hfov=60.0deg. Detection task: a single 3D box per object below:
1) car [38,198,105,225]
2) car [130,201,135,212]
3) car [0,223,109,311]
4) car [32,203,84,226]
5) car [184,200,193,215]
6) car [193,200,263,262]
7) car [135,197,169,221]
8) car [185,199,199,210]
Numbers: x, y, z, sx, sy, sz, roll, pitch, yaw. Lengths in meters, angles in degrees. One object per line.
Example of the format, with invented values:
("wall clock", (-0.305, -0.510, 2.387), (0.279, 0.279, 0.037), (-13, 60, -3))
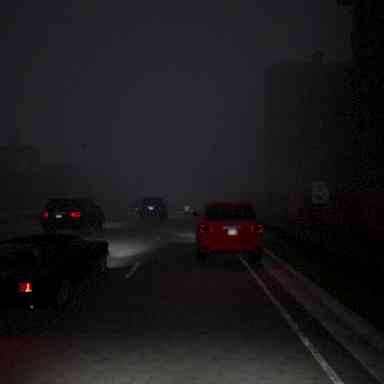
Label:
("car", (-6.901, 1.385, 19.919), (2.150, 2.045, 5.566), (0, -1, 0))
("car", (-6.901, 1.866, 43.747), (1.837, 1.490, 4.892), (0, -1, 0))
("car", (-3.400, 1.667, 7.883), (1.895, 1.301, 4.718), (0, 0, 0))
("car", (-10.400, 1.710, 26.339), (2.128, 1.511, 4.902), (0, 0, 0))
("car", (0.041, 1.844, 38.203), (1.812, 1.442, 4.674), (0, -1, 0))
("car", (1.225, 1.331, 12.763), (2.150, 2.045, 5.566), (0, 0, 0))
("car", (-3.401, 1.475, 30.293), (2.150, 2.045, 5.566), (0, 0, 0))
("car", (0.032, 1.923, 51.999), (2.128, 1.511, 4.902), (0, -1, 0))
